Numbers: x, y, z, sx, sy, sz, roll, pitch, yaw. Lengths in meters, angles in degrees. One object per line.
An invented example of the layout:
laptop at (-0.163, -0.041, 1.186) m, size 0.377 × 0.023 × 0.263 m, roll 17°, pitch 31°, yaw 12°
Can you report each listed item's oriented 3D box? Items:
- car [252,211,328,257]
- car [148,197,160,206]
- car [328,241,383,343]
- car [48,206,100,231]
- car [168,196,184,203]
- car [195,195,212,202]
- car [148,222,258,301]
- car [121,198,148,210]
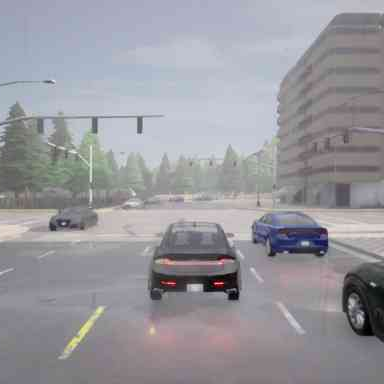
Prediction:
car at (3.585, 1.477, 12.987) m, size 1.882 × 1.535 × 5.008 m, roll 0°, pitch 0°, yaw 0°
car at (-6.504, 1.523, 55.218) m, size 1.812 × 1.442 × 4.674 m, roll 0°, pitch 0°, yaw 7°
car at (3.600, 1.352, 3.835) m, size 2.097 × 1.767 × 4.553 m, roll 0°, pitch 0°, yaw 0°
car at (-7.099, 1.563, 20.383) m, size 1.994 × 1.385 × 4.181 m, roll 0°, pitch 0°, yaw 0°
car at (-3.214, 1.522, 69.131) m, size 1.812 × 1.442 × 4.674 m, roll 0°, pitch 0°, yaw 23°
car at (2.753, 1.496, 78.960) m, size 1.837 × 1.490 × 4.892 m, roll 0°, pitch 0°, yaw 38°
car at (0.067, 1.491, 8.341) m, size 2.128 × 1.511 × 4.902 m, roll 0°, pitch 0°, yaw 0°
car at (-7.327, 1.524, 42.092) m, size 1.812 × 1.442 × 4.674 m, roll 0°, pitch 0°, yaw 7°
